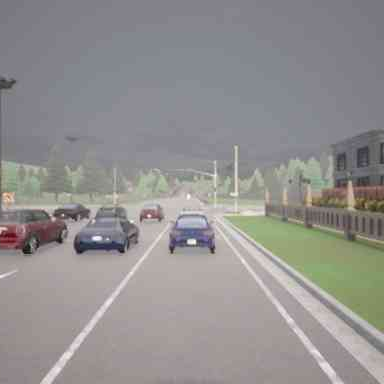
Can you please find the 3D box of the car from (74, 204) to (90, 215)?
[{"bbox_3d":[-10.486,1.756,29.489,1.882,1.535,5.008,0,0,0],"label":"car"}]

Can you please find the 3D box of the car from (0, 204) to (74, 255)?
[{"bbox_3d":[-6.994,1.484,14.090,2.097,1.767,4.553,0,-1,0],"label":"car"}]

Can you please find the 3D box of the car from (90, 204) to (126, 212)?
[{"bbox_3d":[-6.987,1.769,29.299,2.128,1.511,4.902,0,0,0],"label":"car"}]

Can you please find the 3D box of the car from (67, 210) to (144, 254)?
[{"bbox_3d":[-3.493,1.699,14.249,1.994,1.385,4.181,0,-1,0],"label":"car"}]

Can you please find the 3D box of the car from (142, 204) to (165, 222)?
[{"bbox_3d":[-3.486,1.803,29.380,1.812,1.442,4.674,0,0,0],"label":"car"}]

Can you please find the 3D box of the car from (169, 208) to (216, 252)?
[{"bbox_3d":[0.008,1.662,14.394,1.812,1.442,4.674,0,0,0],"label":"car"}]

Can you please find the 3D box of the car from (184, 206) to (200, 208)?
[{"bbox_3d":[0.012,1.876,29.110,1.895,1.301,4.718,0,0,0],"label":"car"}]
